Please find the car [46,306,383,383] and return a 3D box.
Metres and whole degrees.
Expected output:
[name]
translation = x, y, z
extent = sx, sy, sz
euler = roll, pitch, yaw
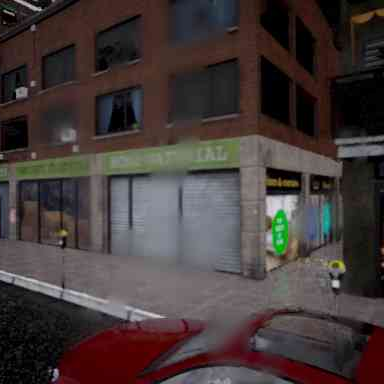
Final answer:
[car]
translation = 0.635, 1.583, 2.430
extent = 4.206, 1.307, 1.802
euler = 0, 0, 35
